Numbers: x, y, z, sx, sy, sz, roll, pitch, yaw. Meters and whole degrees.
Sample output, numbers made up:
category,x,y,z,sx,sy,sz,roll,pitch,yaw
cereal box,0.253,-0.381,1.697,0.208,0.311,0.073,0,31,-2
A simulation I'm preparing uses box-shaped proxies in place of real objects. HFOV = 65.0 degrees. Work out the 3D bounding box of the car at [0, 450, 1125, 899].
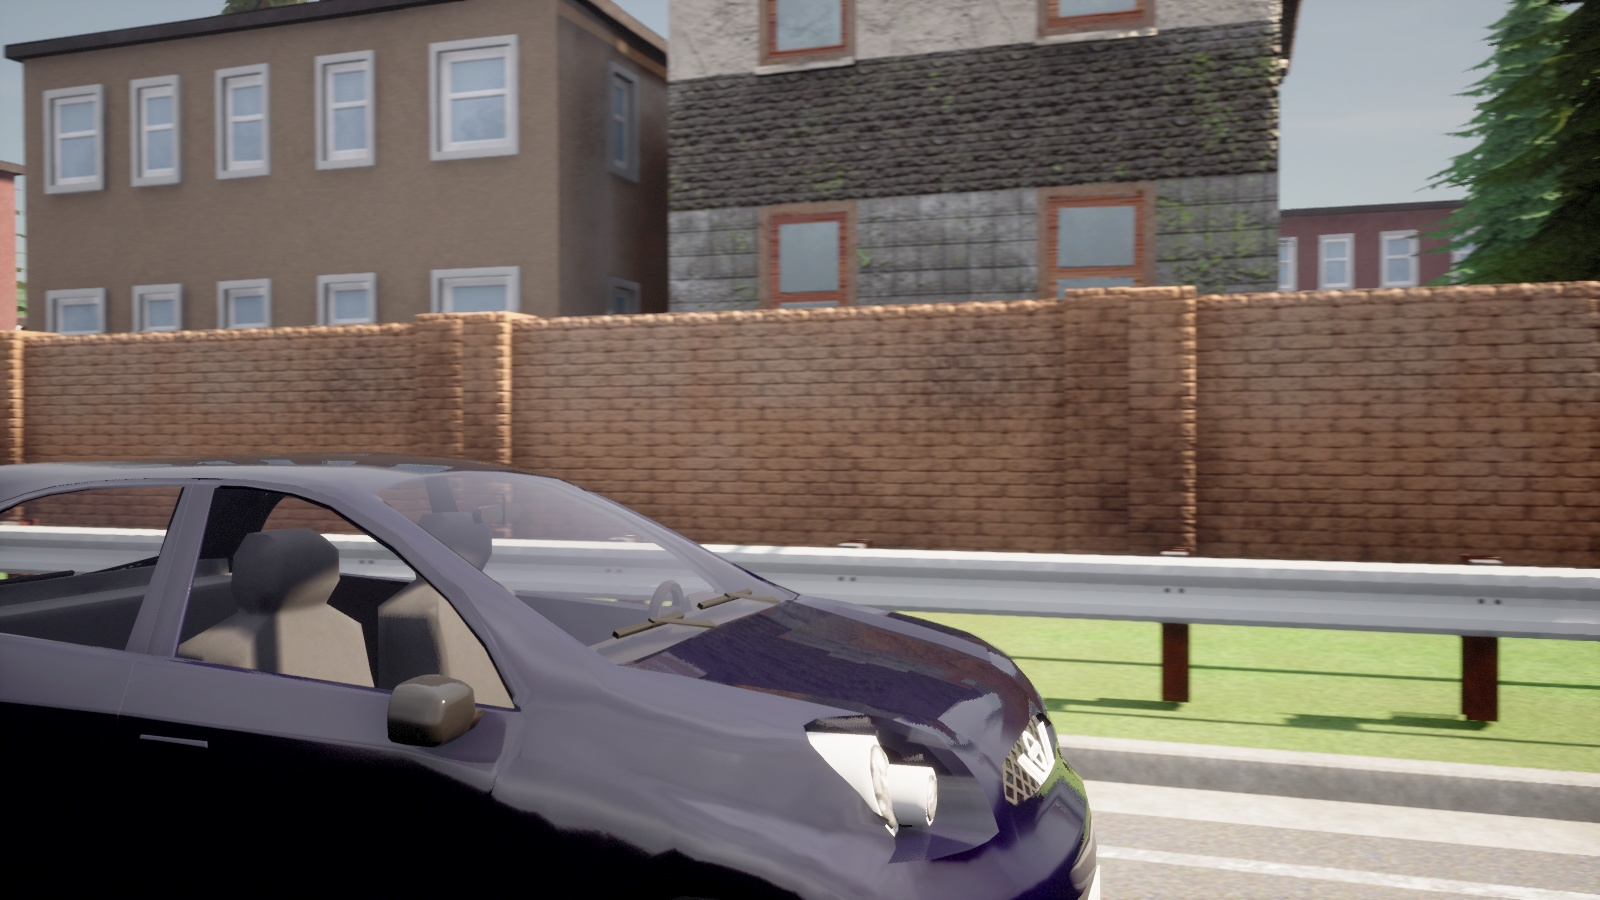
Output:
category,x,y,z,sx,sy,sz,roll,pitch,yaw
car,-1.031,0.780,3.540,3.633,1.501,1.845,1,1,19
